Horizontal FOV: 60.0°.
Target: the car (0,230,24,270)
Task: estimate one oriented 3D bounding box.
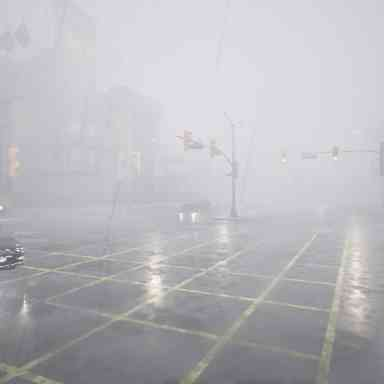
[{"bbox_3d":[-6.998,1.487,9.548,4.892,1.490,1.837,0,0,26],"label":"car"}]

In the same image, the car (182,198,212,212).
[{"bbox_3d":[0.635,1.477,39.580,1.882,1.535,5.008,0,0,28],"label":"car"}]
